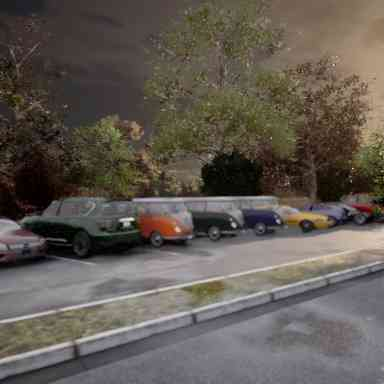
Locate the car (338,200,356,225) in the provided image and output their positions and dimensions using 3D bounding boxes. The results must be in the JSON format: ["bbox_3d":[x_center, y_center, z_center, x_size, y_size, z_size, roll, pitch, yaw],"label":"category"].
[{"bbox_3d":[7.657,1.468,21.615,4.792,1.488,2.163,-1,0,34],"label":"car"}]

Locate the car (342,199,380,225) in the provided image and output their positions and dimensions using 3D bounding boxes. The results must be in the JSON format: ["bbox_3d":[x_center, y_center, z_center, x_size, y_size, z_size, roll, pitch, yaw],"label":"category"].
[{"bbox_3d":[10.127,1.457,23.323,4.792,1.488,2.163,-1,-1,34],"label":"car"}]

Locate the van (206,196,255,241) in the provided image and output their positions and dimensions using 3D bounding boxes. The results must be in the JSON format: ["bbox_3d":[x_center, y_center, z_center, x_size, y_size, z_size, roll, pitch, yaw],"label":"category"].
[{"bbox_3d":[0.522,1.242,16.335,4.442,1.987,1.878,-1,-1,34],"label":"van"}]

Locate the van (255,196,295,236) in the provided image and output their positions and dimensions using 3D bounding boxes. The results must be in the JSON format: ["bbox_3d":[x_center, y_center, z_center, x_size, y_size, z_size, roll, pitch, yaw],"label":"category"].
[{"bbox_3d":[2.942,1.232,18.072,4.442,1.987,1.878,-1,-1,34],"label":"van"}]

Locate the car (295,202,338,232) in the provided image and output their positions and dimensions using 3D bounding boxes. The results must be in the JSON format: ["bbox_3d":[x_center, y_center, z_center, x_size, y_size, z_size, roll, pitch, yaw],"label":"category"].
[{"bbox_3d":[5.420,1.443,19.763,5.366,1.575,1.946,-1,-1,34],"label":"car"}]

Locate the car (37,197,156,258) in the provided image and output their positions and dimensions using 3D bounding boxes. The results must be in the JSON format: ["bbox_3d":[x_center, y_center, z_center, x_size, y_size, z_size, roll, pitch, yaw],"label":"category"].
[{"bbox_3d":[-4.439,1.240,12.944,5.566,2.045,2.435,-1,0,34],"label":"car"}]

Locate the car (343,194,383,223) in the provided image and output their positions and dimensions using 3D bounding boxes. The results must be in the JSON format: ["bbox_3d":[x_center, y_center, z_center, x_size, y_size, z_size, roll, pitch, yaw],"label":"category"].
[{"bbox_3d":[12.489,1.167,25.088,5.566,2.045,2.435,-1,0,34],"label":"car"}]

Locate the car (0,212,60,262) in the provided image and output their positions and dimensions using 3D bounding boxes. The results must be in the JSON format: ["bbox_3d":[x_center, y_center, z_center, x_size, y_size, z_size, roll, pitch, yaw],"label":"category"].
[{"bbox_3d":[-6.830,1.541,11.197,4.674,1.452,2.002,-1,-1,34],"label":"car"}]

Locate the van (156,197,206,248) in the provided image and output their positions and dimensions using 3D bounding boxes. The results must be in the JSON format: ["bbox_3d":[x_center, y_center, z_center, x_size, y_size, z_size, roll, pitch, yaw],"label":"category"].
[{"bbox_3d":[-1.896,1.253,14.599,4.442,1.987,1.878,-1,-1,34],"label":"van"}]
